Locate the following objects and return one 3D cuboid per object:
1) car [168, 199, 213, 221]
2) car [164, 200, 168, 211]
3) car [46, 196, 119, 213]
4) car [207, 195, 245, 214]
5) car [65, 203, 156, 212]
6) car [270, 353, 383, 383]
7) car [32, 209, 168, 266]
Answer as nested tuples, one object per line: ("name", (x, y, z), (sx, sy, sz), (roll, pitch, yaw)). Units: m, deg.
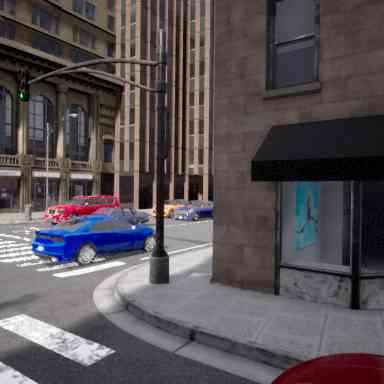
("car", (0.335, 1.544, 29.367), (2.097, 1.767, 4.553), (1, 0, 35))
("car", (-1.862, 1.504, 31.896), (2.097, 1.767, 4.553), (1, 0, 35))
("car", (-7.568, 1.289, 23.761), (2.150, 2.045, 5.566), (1, 0, 35))
("car", (4.227, 1.465, 40.562), (2.150, 2.045, 5.566), (1, 0, 35))
("car", (-5.105, 1.658, 21.620), (2.033, 1.411, 5.357), (1, 0, 35))
("car", (2.380, 1.545, 1.275), (4.507, 1.381, 1.887), (0, 1, 35))
("car", (-3.333, 1.638, 12.485), (1.882, 1.535, 5.008), (1, 0, 35))
